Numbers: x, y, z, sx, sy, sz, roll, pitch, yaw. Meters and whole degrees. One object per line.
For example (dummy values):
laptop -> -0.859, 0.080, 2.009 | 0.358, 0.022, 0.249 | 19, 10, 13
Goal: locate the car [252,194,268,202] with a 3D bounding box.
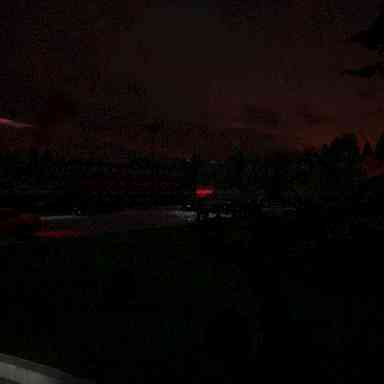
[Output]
car -> 10.582, 1.007, 51.859 | 2.097, 1.767, 4.553 | 0, 0, 38

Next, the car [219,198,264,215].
car -> 5.072, 1.599, 33.788 | 1.895, 1.301, 4.718 | 0, 0, 38

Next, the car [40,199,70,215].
car -> -13.817, 1.473, 32.419 | 1.882, 1.535, 5.008 | 0, 0, 38

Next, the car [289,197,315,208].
car -> 16.048, 1.499, 47.486 | 1.837, 1.490, 4.892 | 0, 0, 38

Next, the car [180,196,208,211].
car -> 0.575, 1.502, 39.382 | 1.837, 1.490, 4.892 | 0, 0, 38

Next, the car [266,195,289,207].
car -> 13.306, 1.441, 49.661 | 1.812, 1.442, 4.674 | 0, 0, 38

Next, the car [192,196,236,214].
car -> 2.457, 1.523, 36.104 | 1.812, 1.442, 4.674 | 0, 0, 38

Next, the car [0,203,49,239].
car -> -9.530, 1.475, 15.204 | 1.882, 1.535, 5.008 | 0, 0, 38

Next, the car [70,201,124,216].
car -> -9.138, 1.597, 32.712 | 1.895, 1.301, 4.718 | 0, 0, 38
